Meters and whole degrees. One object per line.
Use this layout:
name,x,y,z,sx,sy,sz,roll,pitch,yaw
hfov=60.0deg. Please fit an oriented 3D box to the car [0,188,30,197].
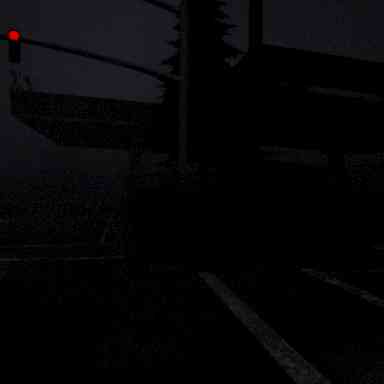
car,-31.905,0.127,60.036,4.514,1.523,2.007,0,1,-12

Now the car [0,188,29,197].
car,-31.201,0.172,56.979,5.027,1.636,2.152,0,1,-12
